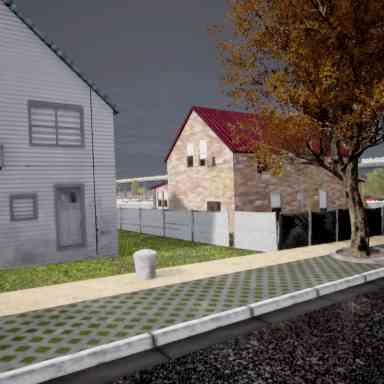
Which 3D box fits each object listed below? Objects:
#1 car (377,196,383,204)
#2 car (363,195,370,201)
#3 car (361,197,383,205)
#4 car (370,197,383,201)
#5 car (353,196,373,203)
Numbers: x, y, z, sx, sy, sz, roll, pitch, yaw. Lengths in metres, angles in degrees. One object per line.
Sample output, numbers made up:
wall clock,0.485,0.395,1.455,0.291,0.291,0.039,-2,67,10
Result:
car,38.426,1.623,64.529,2.128,1.511,4.902,-2,0,0
car,31.898,1.528,61.791,2.150,2.045,5.566,-2,0,0
car,35.181,1.738,64.561,2.128,1.511,4.902,-2,0,0
car,28.454,1.670,48.295,2.097,1.767,4.553,-2,0,1
car,38.507,1.583,74.956,1.837,1.490,4.892,-2,0,0
